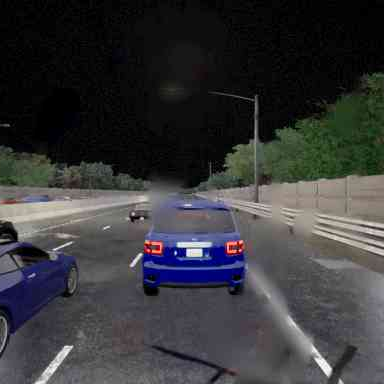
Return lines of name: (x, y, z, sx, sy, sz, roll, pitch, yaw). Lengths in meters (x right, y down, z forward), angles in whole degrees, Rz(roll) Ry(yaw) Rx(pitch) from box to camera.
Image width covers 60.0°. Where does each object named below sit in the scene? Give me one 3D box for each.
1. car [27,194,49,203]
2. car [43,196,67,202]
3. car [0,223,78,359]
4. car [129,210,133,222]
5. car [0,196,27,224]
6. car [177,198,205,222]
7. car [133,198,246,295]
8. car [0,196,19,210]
car: (-21.501, 1.297, 46.080, 2.150, 2.045, 5.566, 0, 0, 0)
car: (-17.993, 1.637, 45.320, 1.994, 1.385, 4.181, 0, 0, 0)
car: (-3.460, 1.528, 5.638, 1.812, 1.442, 4.674, 0, 0, -1)
car: (-3.632, 1.626, 26.187, 1.895, 1.301, 4.718, 0, 0, -1)
car: (-6.978, 1.226, 8.962, 2.150, 2.045, 5.566, 0, 0, -1)
car: (-0.139, 1.379, 27.490, 2.097, 1.767, 4.553, 0, 0, -1)
car: (0.022, 1.225, 8.873, 2.150, 2.045, 5.566, 0, 0, -1)
car: (-24.979, 1.420, 43.628, 2.097, 1.767, 4.553, 0, 0, 0)
